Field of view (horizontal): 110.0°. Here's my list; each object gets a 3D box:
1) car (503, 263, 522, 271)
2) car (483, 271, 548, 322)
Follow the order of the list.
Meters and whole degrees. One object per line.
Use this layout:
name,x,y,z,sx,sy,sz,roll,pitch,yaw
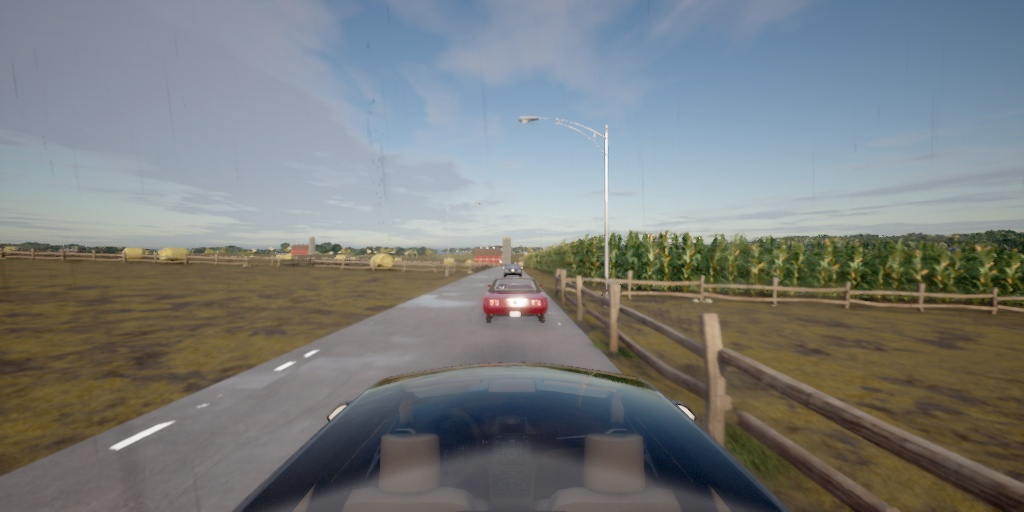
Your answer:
car,0.082,1.454,36.100,2.033,1.411,5.357,0,-1,0
car,0.095,1.366,12.394,1.895,1.301,4.718,0,0,0
